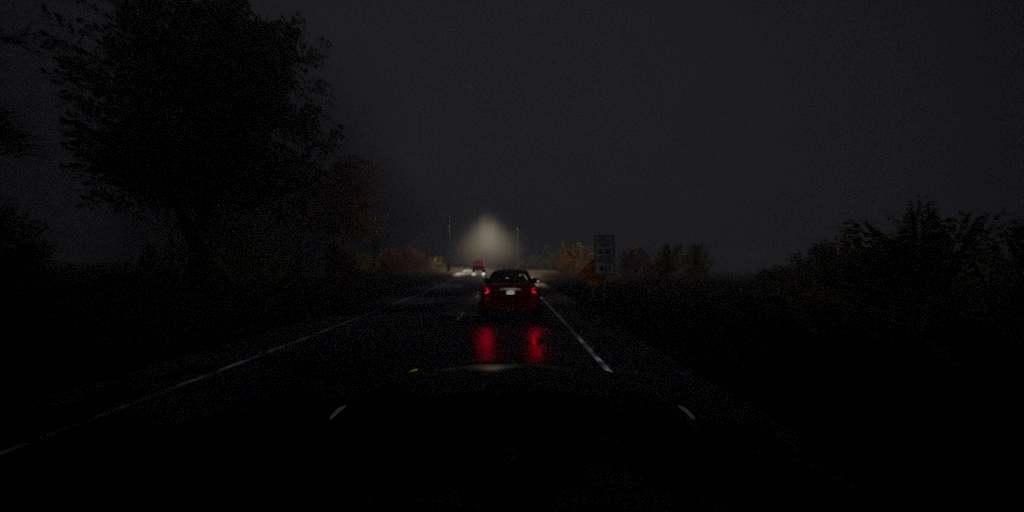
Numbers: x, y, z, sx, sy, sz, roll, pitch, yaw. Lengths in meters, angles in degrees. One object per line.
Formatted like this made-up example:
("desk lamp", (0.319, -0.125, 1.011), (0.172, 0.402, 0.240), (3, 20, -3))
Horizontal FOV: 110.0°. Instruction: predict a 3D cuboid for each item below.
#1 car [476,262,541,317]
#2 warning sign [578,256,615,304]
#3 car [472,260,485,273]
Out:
("car", (-0.061, 1.262, 14.038), (2.097, 1.767, 4.553), (0, -1, 0))
("warning sign", (3.436, 1.039, 15.195), (1.300, 1.860, 1.060), (0, 0, -1))
("car", (-5.459, 1.678, 59.497), (2.150, 2.045, 5.566), (0, 0, -3))
